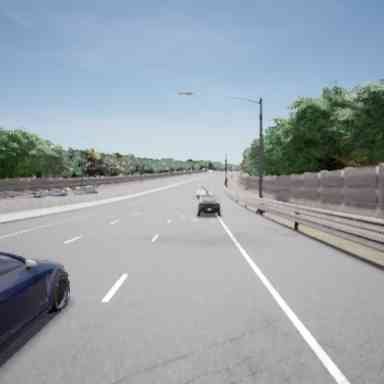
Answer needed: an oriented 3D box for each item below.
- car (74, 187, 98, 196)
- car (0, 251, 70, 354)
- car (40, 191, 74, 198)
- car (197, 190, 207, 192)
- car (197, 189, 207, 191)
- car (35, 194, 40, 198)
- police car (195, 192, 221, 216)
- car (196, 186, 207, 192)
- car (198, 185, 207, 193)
[{"bbox_3d":[-16.403,0.259,51.657,2.150,2.045,5.566,0,2,3],"label":"car"},{"bbox_3d":[-3.379,1.508,4.834,1.994,1.385,4.181,0,1,0],"label":"car"},{"bbox_3d":[-20.005,0.594,49.518,2.128,1.511,4.902,0,2,3],"label":"car"},{"bbox_3d":[1.658,0.923,37.701,1.801,1.575,5.366,0,1,2],"label":"car"},{"bbox_3d":[1.864,0.776,43.625,1.801,1.575,5.366,0,2,2],"label":"car"},{"bbox_3d":[-23.309,0.496,53.825,2.033,1.411,5.357,0,2,3],"label":"car"},{"bbox_3d":[1.378,1.070,27.741,1.930,1.638,5.238,0,1,1],"label":"police car"},{"bbox_3d":[1.641,0.175,61.980,1.812,1.442,4.674,0,3,3],"label":"car"},{"bbox_3d":[2.536,-0.741,77.604,1.882,1.535,5.008,0,3,4],"label":"car"}]
